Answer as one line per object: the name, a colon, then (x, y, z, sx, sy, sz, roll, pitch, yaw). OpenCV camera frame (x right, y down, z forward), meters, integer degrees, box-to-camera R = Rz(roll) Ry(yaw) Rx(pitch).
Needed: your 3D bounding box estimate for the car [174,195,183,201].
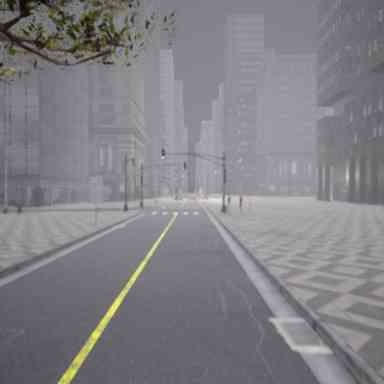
car: (-3.008, 1.359, 75.213, 1.837, 1.490, 4.892, 0, 0, 0)

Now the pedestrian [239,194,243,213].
pedestrian: (4.631, 1.070, 31.735, 0.375, 1.860, 0.375, 0, 0, 0)

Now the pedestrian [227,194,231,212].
pedestrian: (3.631, 1.072, 32.935, 0.375, 1.860, 0.375, 0, 0, 0)

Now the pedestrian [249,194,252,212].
pedestrian: (5.631, 1.059, 32.335, 0.375, 1.860, 0.375, 0, 0, 0)

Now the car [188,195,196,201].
car: (-0.008, 1.333, 78.193, 1.882, 1.535, 5.008, 0, 0, 0)
